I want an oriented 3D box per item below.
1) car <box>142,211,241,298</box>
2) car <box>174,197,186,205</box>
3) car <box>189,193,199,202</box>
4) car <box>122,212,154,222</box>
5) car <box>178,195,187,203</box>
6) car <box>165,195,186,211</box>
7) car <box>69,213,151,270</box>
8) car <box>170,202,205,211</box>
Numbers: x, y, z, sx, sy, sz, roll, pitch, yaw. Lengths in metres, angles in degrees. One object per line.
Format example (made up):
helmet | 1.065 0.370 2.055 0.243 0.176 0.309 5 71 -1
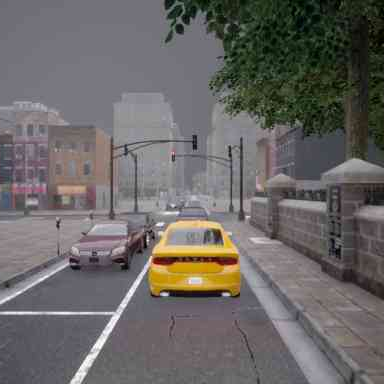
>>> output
car | 0.080 1.477 8.598 1.882 1.535 5.008 0 0 0
car | -2.175 1.586 61.662 1.895 1.301 4.718 0 0 0
car | 0.395 1.508 66.876 1.812 1.442 4.674 0 0 0
car | -2.614 1.565 14.668 1.947 1.339 4.313 0 0 0
car | -2.102 1.479 72.280 1.837 1.490 4.892 0 0 0
car | -2.222 1.482 41.666 2.128 1.511 4.902 0 0 0
car | -2.620 1.581 11.005 1.802 1.307 4.206 0 0 0
car | 0.034 1.546 19.088 2.033 1.411 5.357 0 0 0
